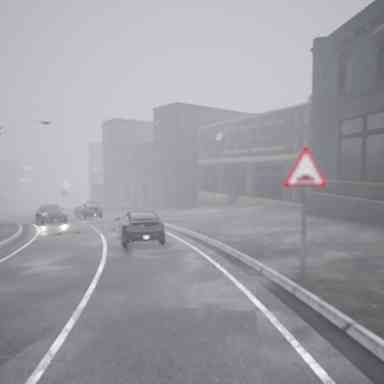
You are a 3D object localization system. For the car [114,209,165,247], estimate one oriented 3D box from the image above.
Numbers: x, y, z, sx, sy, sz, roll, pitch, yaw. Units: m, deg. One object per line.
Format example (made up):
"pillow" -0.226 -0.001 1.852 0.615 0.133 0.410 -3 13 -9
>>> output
"car" -2.497 1.592 15.743 1.837 1.490 4.892 -1 0 -16

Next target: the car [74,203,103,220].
"car" -10.199 1.865 32.602 1.837 1.490 4.892 -3 0 -32

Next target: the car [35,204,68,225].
"car" -12.362 1.828 29.185 2.097 1.767 4.553 -3 0 -32
